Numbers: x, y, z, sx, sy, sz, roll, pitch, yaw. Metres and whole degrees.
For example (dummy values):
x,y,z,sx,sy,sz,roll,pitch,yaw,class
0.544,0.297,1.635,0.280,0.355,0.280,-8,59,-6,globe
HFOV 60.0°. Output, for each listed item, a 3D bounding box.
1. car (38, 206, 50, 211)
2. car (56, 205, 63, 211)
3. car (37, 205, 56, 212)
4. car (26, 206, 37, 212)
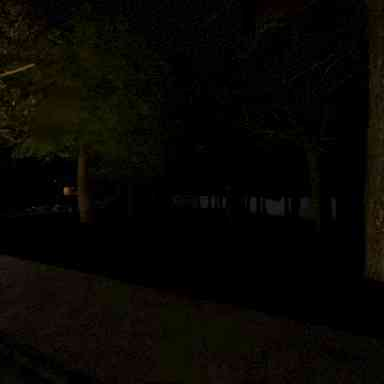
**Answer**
x,y,z,sx,sy,sz,roll,pitch,yaw,class
-38.718,4.297,87.170,1.994,1.385,4.181,0,-2,-10,car
-35.513,4.260,87.708,2.128,1.511,4.902,0,-2,-10,car
-33.793,3.906,77.426,1.837,1.490,4.892,0,-2,-10,car
-37.061,3.932,77.267,1.837,1.490,4.892,0,-2,-10,car
